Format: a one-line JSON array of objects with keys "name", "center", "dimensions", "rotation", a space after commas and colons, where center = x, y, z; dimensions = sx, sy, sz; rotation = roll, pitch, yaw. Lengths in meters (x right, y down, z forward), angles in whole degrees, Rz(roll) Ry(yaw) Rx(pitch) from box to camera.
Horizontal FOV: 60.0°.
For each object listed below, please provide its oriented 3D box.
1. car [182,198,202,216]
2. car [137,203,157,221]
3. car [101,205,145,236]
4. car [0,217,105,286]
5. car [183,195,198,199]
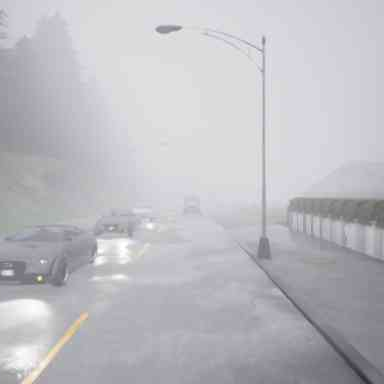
[{"name": "car", "center": [0.004, 1.702, 35.213], "dimensions": [1.812, 1.442, 4.674], "rotation": [0, 0, 0]}, {"name": "car", "center": [-4.064, 1.669, 28.623], "dimensions": [1.812, 1.442, 4.674], "rotation": [0, 0, 1]}, {"name": "car", "center": [-4.085, 1.658, 18.806], "dimensions": [1.994, 1.385, 4.181], "rotation": [0, 0, 0]}, {"name": "car", "center": [-4.087, 1.611, 9.365], "dimensions": [1.994, 1.385, 4.181], "rotation": [0, 0, 0]}, {"name": "car", "center": [0.005, 1.449, 45.448], "dimensions": [2.150, 2.045, 5.566], "rotation": [0, 0, 0]}]
